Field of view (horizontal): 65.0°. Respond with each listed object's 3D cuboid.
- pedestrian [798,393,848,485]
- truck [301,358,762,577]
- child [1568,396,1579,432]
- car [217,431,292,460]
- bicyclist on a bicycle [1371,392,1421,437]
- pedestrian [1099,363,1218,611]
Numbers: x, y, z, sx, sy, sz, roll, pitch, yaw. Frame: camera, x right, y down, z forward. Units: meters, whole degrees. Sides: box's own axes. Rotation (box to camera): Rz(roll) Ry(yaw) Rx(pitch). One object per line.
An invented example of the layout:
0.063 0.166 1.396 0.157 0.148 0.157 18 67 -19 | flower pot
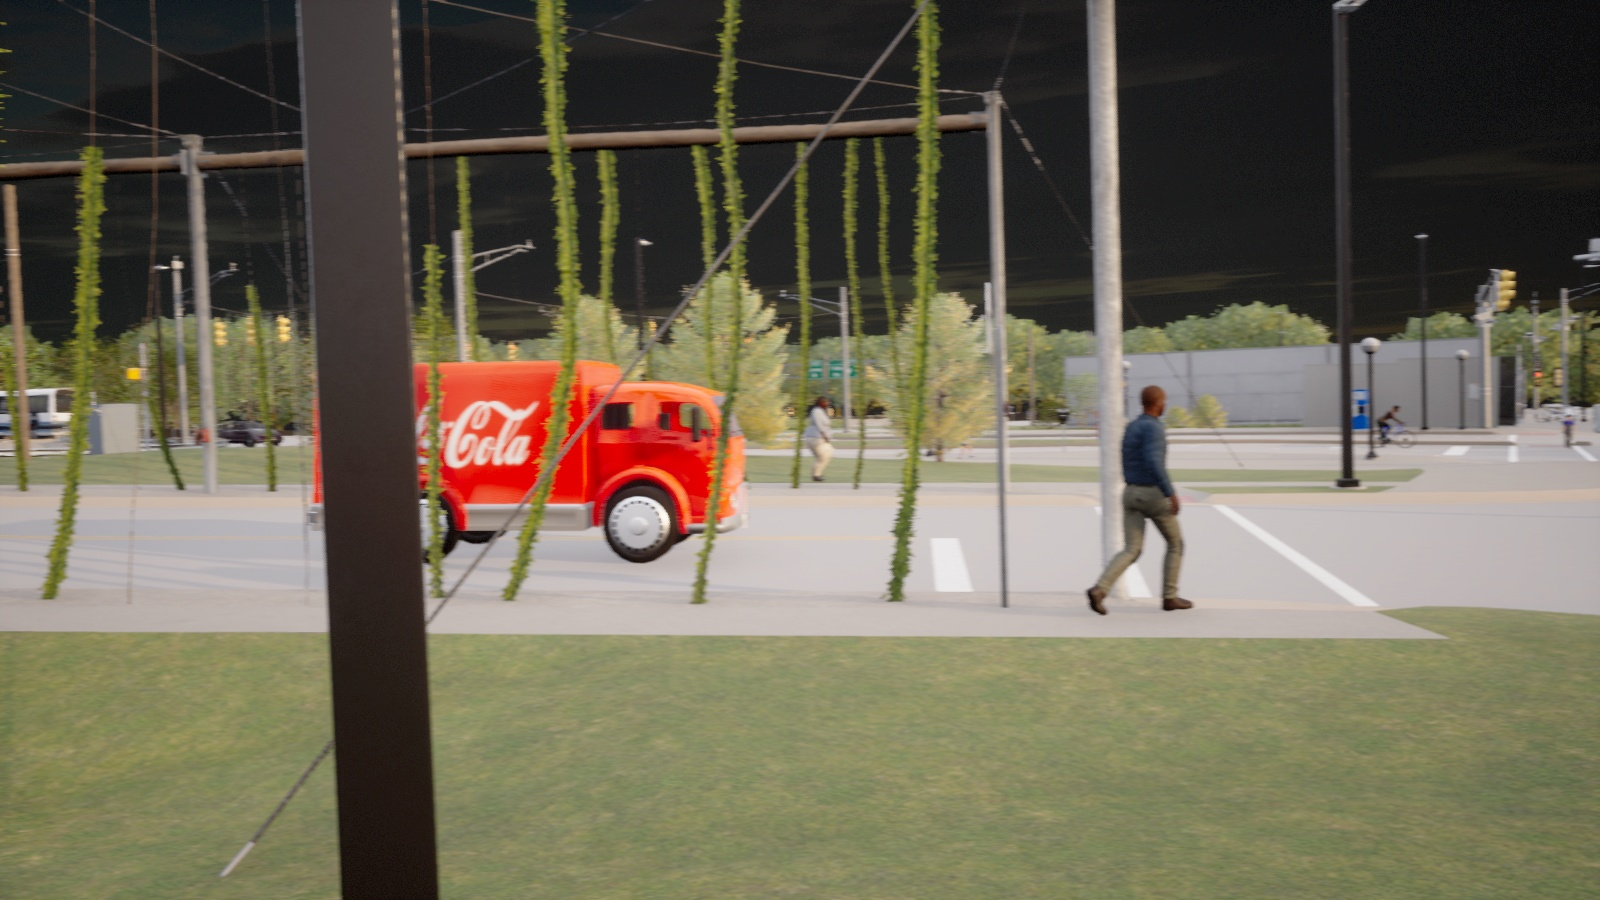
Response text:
0.489 -0.252 26.388 0.900 1.855 0.874 -3 2 5 | pedestrian
-3.255 0.172 16.211 5.204 2.467 2.627 -2 2 4 | truck
27.294 -1.280 44.317 0.270 1.263 0.437 -2 3 25 | child
-30.836 -0.231 70.905 4.193 1.474 1.816 -2 1 33 | car
22.349 -1.328 47.121 1.656 1.620 0.582 0 3 25 | bicyclist on a bicycle
2.764 0.267 9.685 0.726 1.835 0.370 -4 3 -21 | pedestrian
